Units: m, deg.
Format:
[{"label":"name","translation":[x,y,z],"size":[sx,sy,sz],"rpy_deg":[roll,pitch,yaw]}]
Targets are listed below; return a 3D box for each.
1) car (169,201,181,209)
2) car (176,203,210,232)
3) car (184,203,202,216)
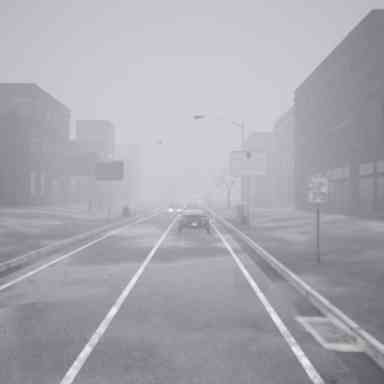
[{"label":"car","translation":[-2.964,2.223,58.709],"size":[1.895,1.301,4.718],"rpy_deg":[0,0,0]},{"label":"car","translation":[0.127,1.627,20.541],"size":[1.812,1.442,4.674],"rpy_deg":[0,-1,0]},{"label":"car","translation":[0.148,1.990,38.586],"size":[1.994,1.385,4.181],"rpy_deg":[0,-1,0]}]
